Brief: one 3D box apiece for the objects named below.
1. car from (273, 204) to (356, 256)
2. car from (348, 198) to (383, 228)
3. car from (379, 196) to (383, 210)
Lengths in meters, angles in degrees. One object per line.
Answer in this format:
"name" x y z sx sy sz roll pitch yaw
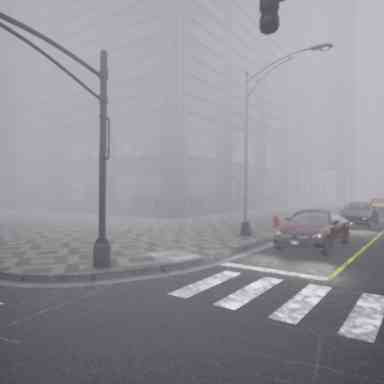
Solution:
"car" 4.773 1.396 12.905 1.812 1.442 4.674 0 1 37
"car" 10.427 1.348 20.740 2.033 1.411 5.357 0 1 36
"car" 22.077 1.236 36.809 1.994 1.385 4.181 0 1 36
